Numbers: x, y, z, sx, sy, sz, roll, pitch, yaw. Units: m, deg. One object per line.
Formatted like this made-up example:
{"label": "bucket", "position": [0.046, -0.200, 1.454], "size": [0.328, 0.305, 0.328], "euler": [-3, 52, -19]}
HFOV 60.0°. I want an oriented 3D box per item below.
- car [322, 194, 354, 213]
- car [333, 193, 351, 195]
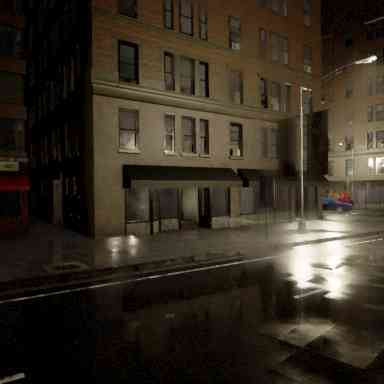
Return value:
{"label": "car", "position": [14.431, 1.345, 35.285], "size": [1.882, 1.535, 5.008], "euler": [-1, 1, -44]}
{"label": "car", "position": [17.145, 1.084, 40.806], "size": [2.192, 1.841, 5.009], "euler": [0, 1, -44]}
